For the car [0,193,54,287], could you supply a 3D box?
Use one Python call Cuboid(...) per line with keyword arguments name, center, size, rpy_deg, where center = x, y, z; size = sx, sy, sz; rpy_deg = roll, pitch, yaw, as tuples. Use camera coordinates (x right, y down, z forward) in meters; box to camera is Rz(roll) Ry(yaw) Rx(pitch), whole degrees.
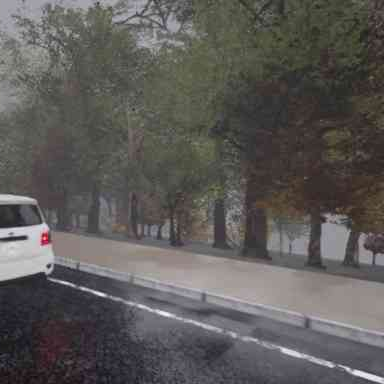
Cuboid(name="car", center=(-5.439, 1.024, 7.562), size=(5.566, 2.045, 2.150), rpy_deg=(2, 1, 36))
